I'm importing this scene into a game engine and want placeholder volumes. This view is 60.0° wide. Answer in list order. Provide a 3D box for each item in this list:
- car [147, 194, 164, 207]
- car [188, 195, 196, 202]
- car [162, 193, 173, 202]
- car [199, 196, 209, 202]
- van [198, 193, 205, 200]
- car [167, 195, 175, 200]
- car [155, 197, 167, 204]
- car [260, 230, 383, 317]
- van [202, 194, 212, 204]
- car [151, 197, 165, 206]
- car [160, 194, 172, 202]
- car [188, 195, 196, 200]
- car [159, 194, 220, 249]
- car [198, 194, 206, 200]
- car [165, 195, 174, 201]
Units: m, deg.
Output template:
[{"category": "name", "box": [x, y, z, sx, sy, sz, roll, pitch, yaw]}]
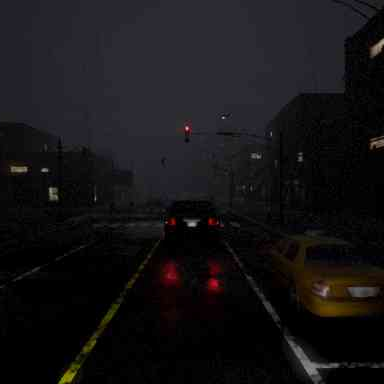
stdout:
[{"category": "car", "box": [-5.694, 1.303, 50.923, 2.192, 1.841, 5.009, -1, 0, 0]}, {"category": "car", "box": [-0.001, 1.400, 73.959, 1.882, 1.535, 5.008, 0, 0, 0]}, {"category": "car", "box": [-5.694, 1.296, 78.643, 2.192, 1.841, 5.009, -1, 0, 0]}, {"category": "car", "box": [2.688, 1.533, 73.099, 2.008, 1.369, 4.403, -1, 0, 0]}, {"category": "van", "box": [2.686, 1.317, 95.275, 1.690, 1.788, 3.998, -1, 0, 0]}, {"category": "car", "box": [-5.692, 1.522, 89.731, 1.887, 1.381, 4.507, -1, 0, 0]}, {"category": "car", "box": [-5.692, 1.567, 62.011, 1.802, 1.307, 4.206, -1, 0, 0]}, {"category": "car", "box": [2.688, 1.523, 7.499, 1.752, 1.417, 4.829, -1, 0, 0]}, {"category": "van", "box": [2.686, 1.327, 62.011, 1.690, 1.788, 3.998, -1, 0, 0]}, {"category": "car", "box": [-5.693, 1.531, 56.467, 1.887, 1.381, 4.507, -1, 0, 0]}, {"category": "car", "box": [-5.695, 1.297, 73.099, 2.192, 1.841, 5.009, -1, 0, 0]}, {"category": "car", "box": [0.000, 1.428, 87.327, 1.994, 1.385, 4.181, 0, 0, 0]}, {"category": "car", "box": [0.000, 1.255, 14.681, 2.150, 2.045, 5.566, 0, 0, 0]}, {"category": "car", "box": [2.687, 1.418, 89.731, 1.967, 1.590, 4.097, -1, 0, 0]}, {"category": "car", "box": [-5.692, 1.545, 84.187, 1.947, 1.339, 4.313, -1, 0, 0]}]
